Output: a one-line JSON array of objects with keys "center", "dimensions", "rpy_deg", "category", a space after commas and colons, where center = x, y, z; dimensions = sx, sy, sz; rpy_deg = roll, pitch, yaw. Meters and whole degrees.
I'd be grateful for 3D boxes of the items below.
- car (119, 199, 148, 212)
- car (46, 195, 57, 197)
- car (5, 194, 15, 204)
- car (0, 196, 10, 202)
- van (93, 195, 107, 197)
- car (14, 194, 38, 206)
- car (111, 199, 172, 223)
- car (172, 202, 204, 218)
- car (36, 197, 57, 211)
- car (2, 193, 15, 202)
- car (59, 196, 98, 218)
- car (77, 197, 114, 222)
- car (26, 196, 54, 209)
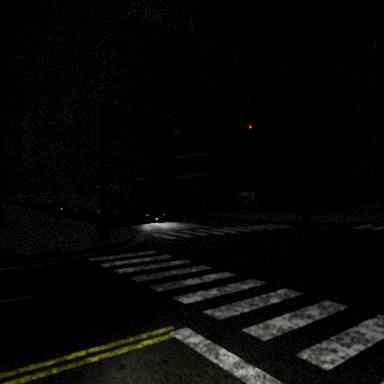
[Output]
[{"center": [-6.991, 1.585, 39.391], "dimensions": [1.802, 1.307, 4.206], "rpy_deg": [0, 0, -35], "category": "car"}, {"center": [-18.907, 1.535, 46.718], "dimensions": [2.033, 1.411, 5.357], "rpy_deg": [0, 0, -35], "category": "car"}, {"center": [-32.715, 1.546, 61.659], "dimensions": [2.008, 1.369, 4.403], "rpy_deg": [0, 0, -35], "category": "car"}, {"center": [-42.310, 1.593, 75.123], "dimensions": [1.802, 1.307, 4.206], "rpy_deg": [0, 0, -35], "category": "car"}, {"center": [-13.386, 1.346, 48.366], "dimensions": [1.690, 1.788, 3.998], "rpy_deg": [0, 0, -35], "category": "van"}, {"center": [-26.318, 1.425, 52.683], "dimensions": [1.967, 1.590, 4.097], "rpy_deg": [0, 0, -35], "category": "car"}, {"center": [-4.036, 1.534, 25.785], "dimensions": [2.033, 1.411, 5.357], "rpy_deg": [0, 0, -35], "category": "car"}, {"center": [-0.593, 1.571, 30.414], "dimensions": [1.947, 1.339, 4.313], "rpy_deg": [0, 0, -35], "category": "car"}, {"center": [-16.724, 1.558, 39.220], "dimensions": [1.802, 1.307, 4.206], "rpy_deg": [0, 0, -35], "category": "car"}, {"center": [-39.112, 1.551, 70.635], "dimensions": [1.887, 1.381, 4.507], "rpy_deg": [0, 0, -35], "category": "car"}, {"center": [-10.327, 1.416, 30.245], "dimensions": [1.967, 1.590, 4.097], "rpy_deg": [0, 0, -35], "category": "car"}, {"center": [-7.128, 1.418, 25.758], "dimensions": [1.967, 1.590, 4.097], "rpy_deg": [0, 0, -35], "category": "car"}, {"center": [-19.922, 1.529, 43.708], "dimensions": [2.008, 1.369, 4.403], "rpy_deg": [0, 0, -35], "category": "car"}]
